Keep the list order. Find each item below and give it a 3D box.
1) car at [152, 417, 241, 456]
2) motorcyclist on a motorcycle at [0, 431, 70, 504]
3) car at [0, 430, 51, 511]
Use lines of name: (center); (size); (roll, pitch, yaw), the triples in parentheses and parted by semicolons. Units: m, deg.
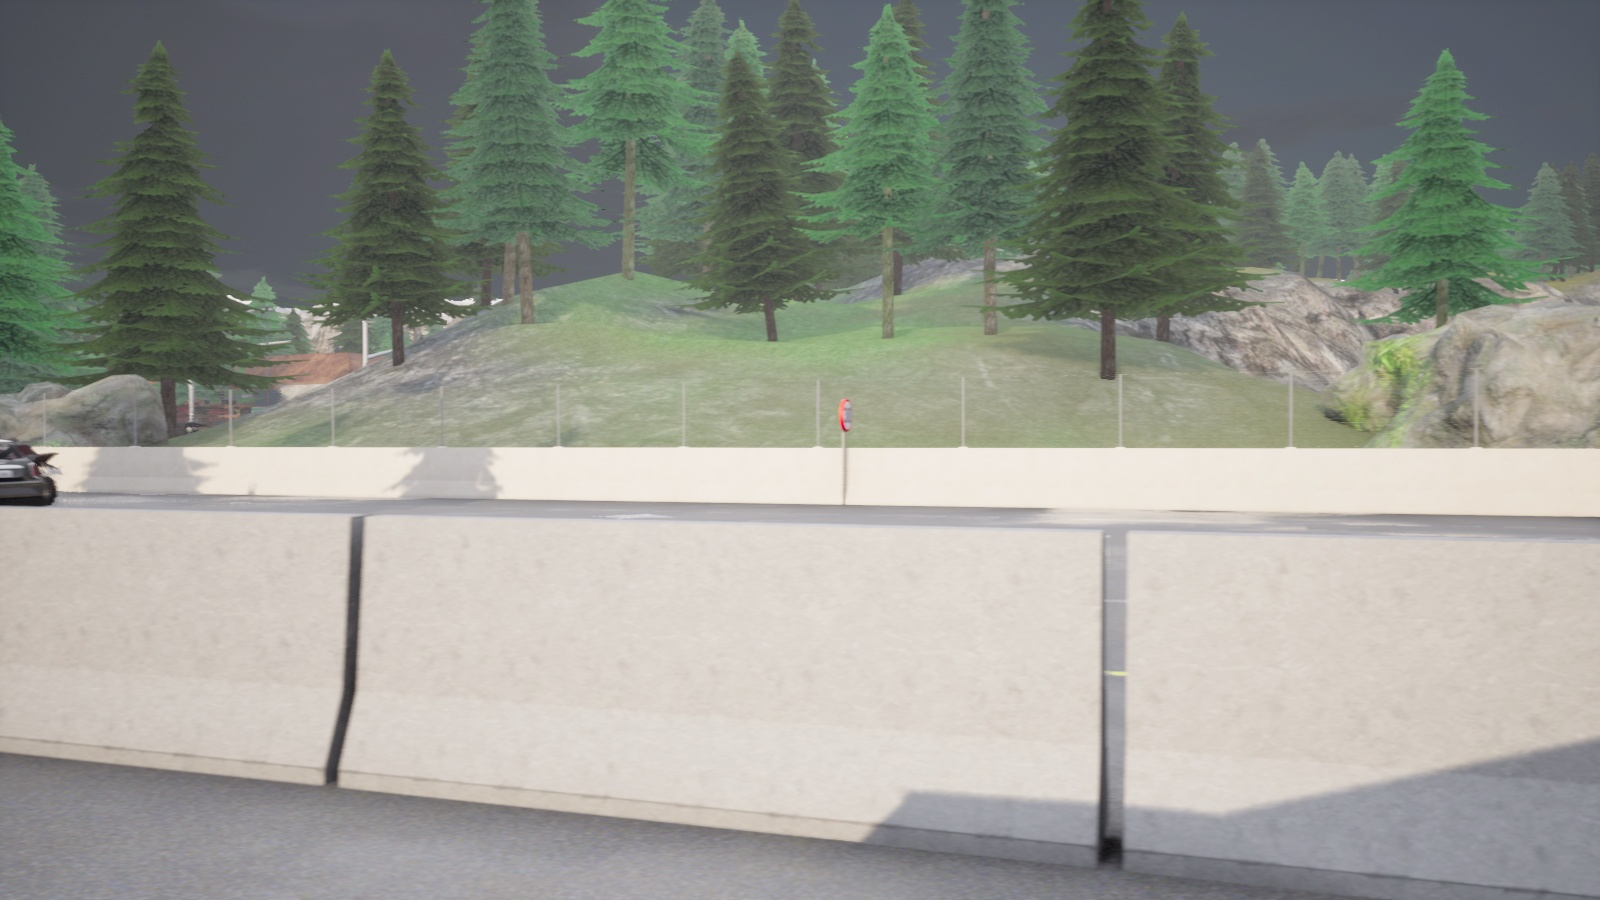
car: (-30.427, -0.704, 63.433); (1.905, 1.878, 3.866); (1, 1, 19)
motorcyclist on a motorcycle: (-17.156, 0.358, 27.428); (2.191, 1.530, 0.866); (1, 1, 19)
car: (-16.306, 0.355, 23.448); (3.806, 1.475, 1.970); (1, 1, 19)
